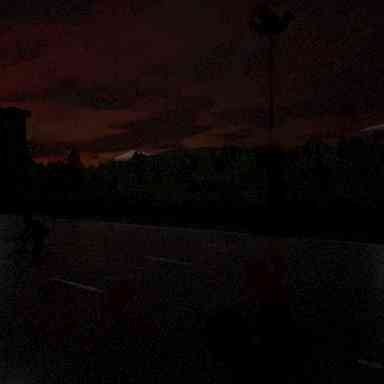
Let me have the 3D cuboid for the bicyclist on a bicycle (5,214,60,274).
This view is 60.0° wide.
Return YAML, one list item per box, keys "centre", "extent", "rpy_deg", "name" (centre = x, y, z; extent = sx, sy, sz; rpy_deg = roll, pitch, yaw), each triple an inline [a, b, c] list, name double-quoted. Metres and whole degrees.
- centre: [-4.577, 1.455, 9.607]
  extent: [0.582, 1.620, 1.656]
  rpy_deg: [0, 2, 36]
  name: "bicyclist on a bicycle"
